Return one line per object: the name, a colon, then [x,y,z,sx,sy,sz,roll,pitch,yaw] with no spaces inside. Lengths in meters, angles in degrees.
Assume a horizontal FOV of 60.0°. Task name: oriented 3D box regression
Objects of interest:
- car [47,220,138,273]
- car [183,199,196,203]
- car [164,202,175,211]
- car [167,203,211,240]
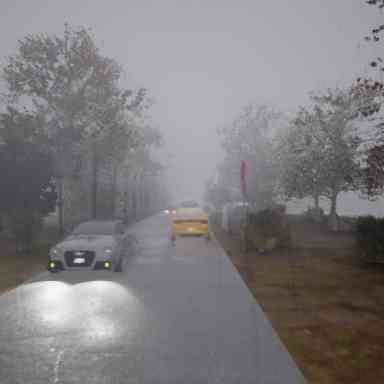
car: [-2.940,1.598,10.618,1.994,1.385,4.181,0,0,-1]
car: [-0.285,1.723,37.917,2.097,1.767,4.553,0,-1,-1]
car: [-3.323,2.298,53.376,1.994,1.385,4.181,0,-2,0]
car: [-0.075,1.560,17.391,1.882,1.535,5.008,0,-1,-1]
